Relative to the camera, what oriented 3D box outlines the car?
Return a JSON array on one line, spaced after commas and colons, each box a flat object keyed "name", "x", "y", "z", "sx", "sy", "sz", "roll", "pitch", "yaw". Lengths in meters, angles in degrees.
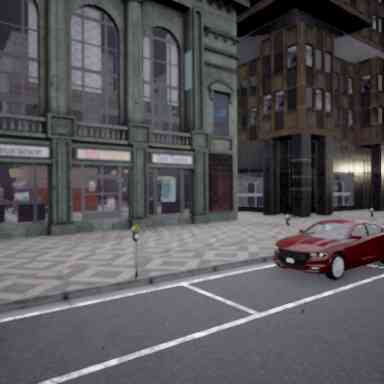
[{"name": "car", "x": 4.318, "y": 1.472, "z": 9.741, "sx": 4.507, "sy": 1.381, "sz": 1.887, "roll": -1, "pitch": 0, "yaw": -36}]
